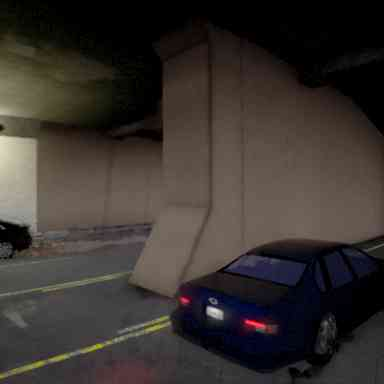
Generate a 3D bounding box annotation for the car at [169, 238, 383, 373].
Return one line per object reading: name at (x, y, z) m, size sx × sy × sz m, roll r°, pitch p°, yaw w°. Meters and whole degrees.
car at (2.113, 1.567, 5.906) m, size 5.357 × 1.411 × 2.033 m, roll 0°, pitch 0°, yaw -43°

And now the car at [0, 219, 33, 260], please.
car at (-8.101, 1.620, 11.260) m, size 4.892 × 1.490 × 1.837 m, roll 0°, pitch 0°, yaw -39°
